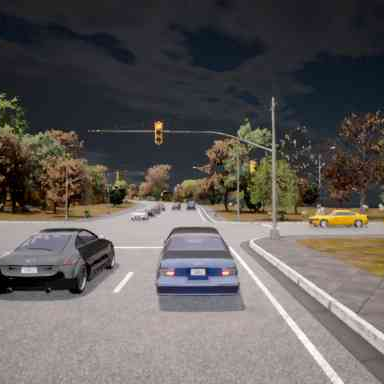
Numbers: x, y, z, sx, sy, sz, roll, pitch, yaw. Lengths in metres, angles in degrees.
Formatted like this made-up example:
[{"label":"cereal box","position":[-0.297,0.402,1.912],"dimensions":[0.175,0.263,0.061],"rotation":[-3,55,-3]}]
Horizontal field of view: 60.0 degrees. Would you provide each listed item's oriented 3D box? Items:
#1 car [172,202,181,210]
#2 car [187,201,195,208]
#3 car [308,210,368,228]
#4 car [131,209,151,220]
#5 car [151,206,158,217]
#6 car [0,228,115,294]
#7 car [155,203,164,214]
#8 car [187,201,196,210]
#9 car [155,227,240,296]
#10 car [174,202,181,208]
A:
[{"label":"car","position":[-3.705,3.485,78.287],"dimensions":[1.812,1.442,4.674],"rotation":[0,0,0]},{"label":"car","position":[-0.325,3.243,88.005],"dimensions":[1.882,1.535,5.008],"rotation":[0,0,-4]},{"label":"car","position":[12.964,2.368,29.675],"dimensions":[5.008,1.535,1.882],"rotation":[0,-3,-2]},{"label":"car","position":[-7.226,3.145,46.251],"dimensions":[1.812,1.442,4.674],"rotation":[0,-2,0]},{"label":"car","position":[-7.233,3.470,55.271],"dimensions":[1.895,1.301,4.718],"rotation":[0,-1,0]},{"label":"car","position":[-3.445,1.665,9.054],"dimensions":[1.994,1.385,4.181],"rotation":[0,-1,0]},{"label":"car","position":[-7.207,3.535,65.018],"dimensions":[2.033,1.411,5.357],"rotation":[0,0,0]},{"label":"car","position":[-0.204,3.310,77.827],"dimensions":[2.097,1.767,4.553],"rotation":[0,0,0]},{"label":"car","position":[0.069,1.647,8.945],"dimensions":[2.033,1.411,5.357],"rotation":[0,-1,-1]},{"label":"car","position":[-3.849,3.428,88.263],"dimensions":[1.837,1.490,4.892],"rotation":[0,0,-4]}]
